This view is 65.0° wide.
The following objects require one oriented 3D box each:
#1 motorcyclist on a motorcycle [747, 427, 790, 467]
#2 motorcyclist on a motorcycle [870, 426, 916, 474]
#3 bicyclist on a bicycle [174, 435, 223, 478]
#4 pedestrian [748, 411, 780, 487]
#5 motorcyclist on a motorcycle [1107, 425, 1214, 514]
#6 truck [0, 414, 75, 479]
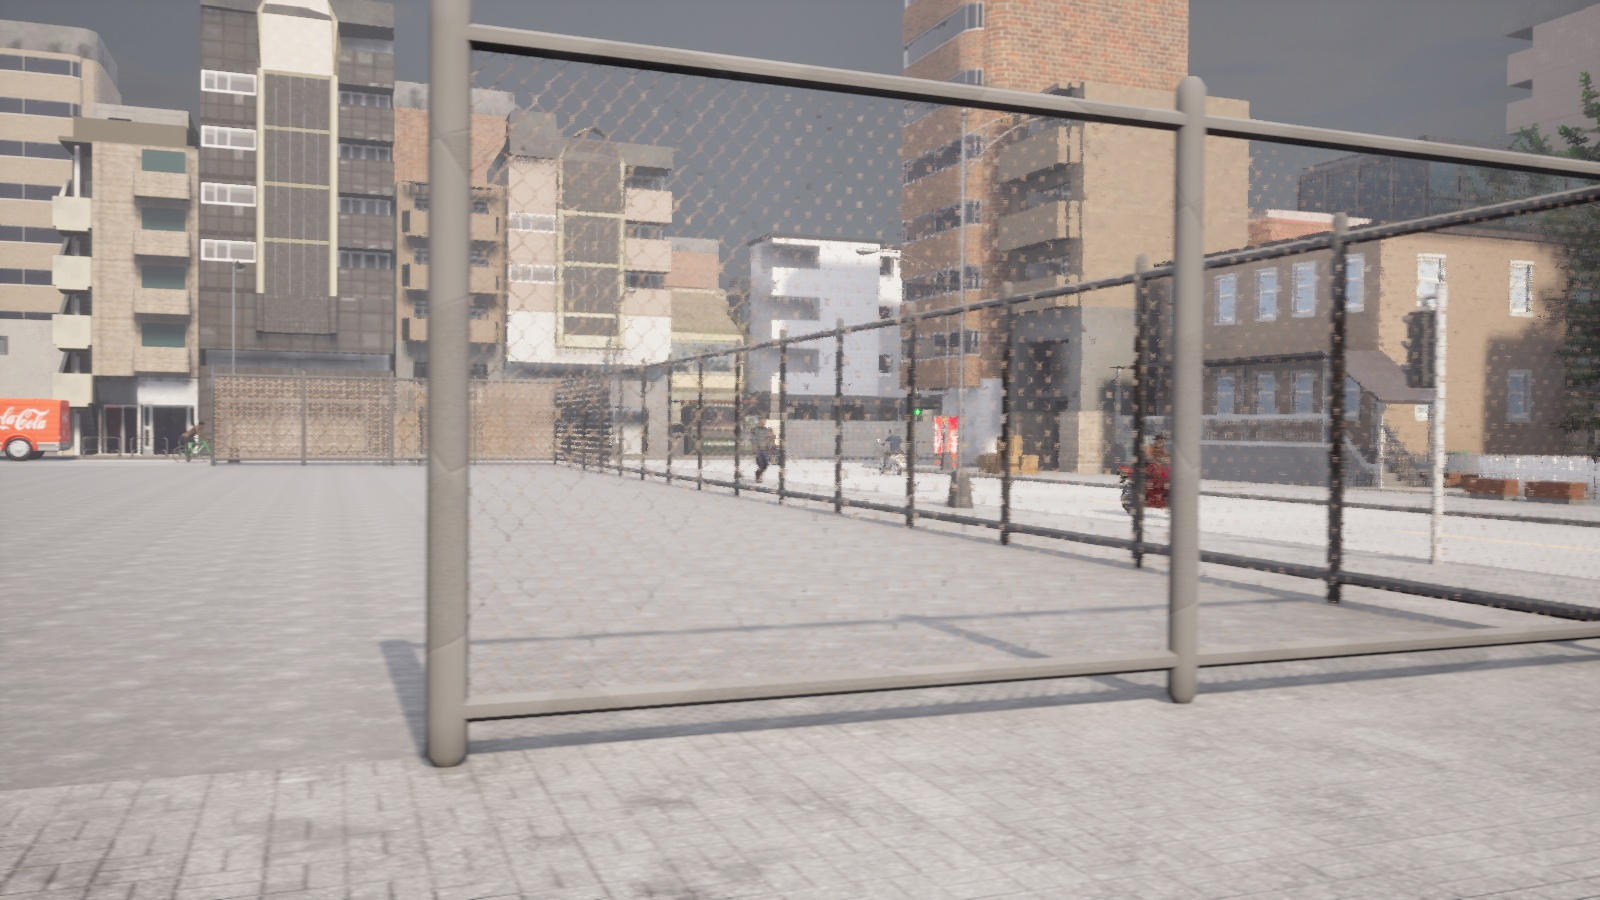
[{"bbox_3d":[-1.343,-0.124,53.245,0.766,1.649,2.350,-2,1,-30],"label":"motorcyclist on a motorcycle"},{"bbox_3d":[3.161,-0.002,42.890,0.866,1.590,1.817,-1,1,-21],"label":"motorcyclist on a motorcycle"},{"bbox_3d":[-23.015,0.223,48.069,1.656,1.620,0.582,-1,1,-20],"label":"bicyclist on a bicycle"},{"bbox_3d":[-0.950,-0.028,32.762,0.423,1.949,0.788,-1,1,-38],"label":"pedestrian"},{"bbox_3d":[6.488,0.324,22.722,0.797,1.523,2.044,-1,1,-21],"label":"motorcyclist on a motorcycle"},{"bbox_3d":[-31.582,-0.131,49.098,5.204,2.467,2.627,-1,1,-21],"label":"truck"}]
